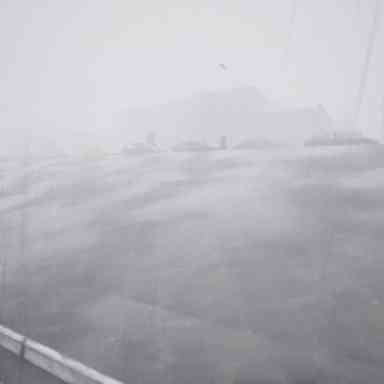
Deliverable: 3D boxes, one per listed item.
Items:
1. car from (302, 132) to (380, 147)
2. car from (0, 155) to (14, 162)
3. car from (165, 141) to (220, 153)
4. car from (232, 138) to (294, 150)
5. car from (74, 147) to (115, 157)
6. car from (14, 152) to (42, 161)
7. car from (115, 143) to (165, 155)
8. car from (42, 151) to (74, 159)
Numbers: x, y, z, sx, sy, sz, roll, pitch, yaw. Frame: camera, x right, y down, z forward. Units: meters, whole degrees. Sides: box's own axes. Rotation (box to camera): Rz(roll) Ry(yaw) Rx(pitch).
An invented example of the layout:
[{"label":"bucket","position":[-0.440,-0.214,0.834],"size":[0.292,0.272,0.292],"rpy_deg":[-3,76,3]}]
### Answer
[{"label":"car","position":[10.228,-3.353,23.035],"size":[4.892,1.521,2.231],"rpy_deg":[1,1,27]},{"label":"car","position":[-23.141,-4.039,42.773],"size":[4.892,1.521,2.231],"rpy_deg":[1,0,34]},{"label":"car","position":[0.532,-3.526,28.100],"size":[4.792,1.488,2.163],"rpy_deg":[1,1,29]},{"label":"car","position":[5.396,-3.415,25.493],"size":[4.674,1.452,2.002],"rpy_deg":[1,1,28]},{"label":"car","position":[-9.215,-3.762,33.716],"size":[5.008,1.535,2.097],"rpy_deg":[1,1,32]},{"label":"car","position":[-18.575,-3.961,39.673],"size":[4.892,1.521,2.231],"rpy_deg":[1,1,34]},{"label":"car","position":[-4.461,-3.786,30.900],"size":[4.553,1.767,2.185],"rpy_deg":[1,1,31]},{"label":"car","position":[-13.927,-3.824,36.645],"size":[4.674,1.452,2.002],"rpy_deg":[1,1,33]}]
